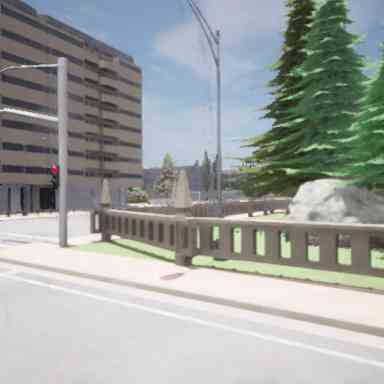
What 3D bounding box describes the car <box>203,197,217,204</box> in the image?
[{"bbox_3d":[3.677,1.711,56.455,2.097,1.767,4.553,-1,0,33],"label":"car"}]
